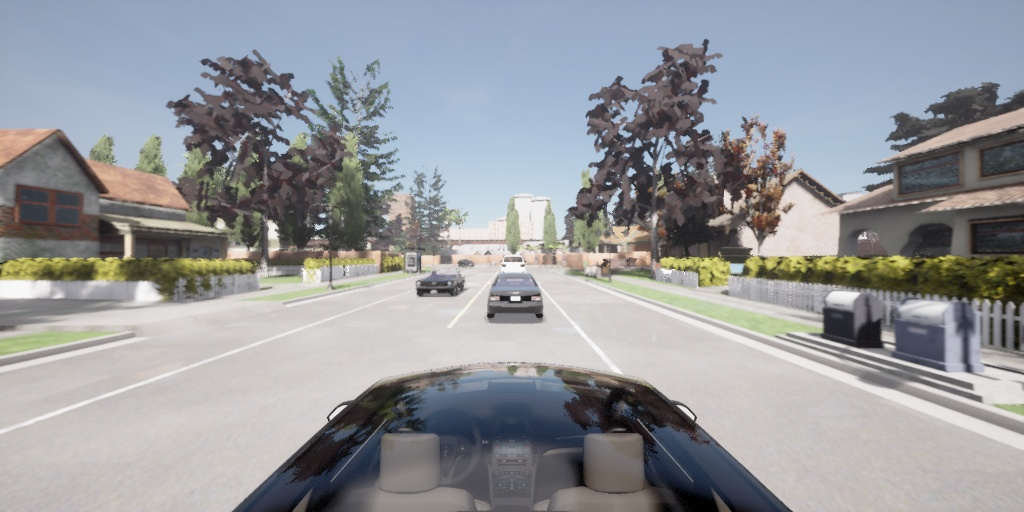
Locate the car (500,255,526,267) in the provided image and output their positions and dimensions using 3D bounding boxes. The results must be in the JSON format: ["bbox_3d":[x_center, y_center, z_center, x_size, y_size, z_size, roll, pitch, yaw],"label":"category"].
[{"bbox_3d":[0.105,0.959,32.432,2.150,2.045,5.566,0,0,0],"label":"car"}]

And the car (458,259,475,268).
[{"bbox_3d":[-7.844,1.267,61.071,1.837,1.490,4.892,1,-1,-26],"label":"car"}]

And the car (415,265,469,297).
[{"bbox_3d":[-3.596,1.344,18.718,1.895,1.301,4.718,0,0,0],"label":"car"}]

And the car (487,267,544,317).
[{"bbox_3d":[0.102,1.293,13.013,2.033,1.411,5.357,0,0,0],"label":"car"}]
